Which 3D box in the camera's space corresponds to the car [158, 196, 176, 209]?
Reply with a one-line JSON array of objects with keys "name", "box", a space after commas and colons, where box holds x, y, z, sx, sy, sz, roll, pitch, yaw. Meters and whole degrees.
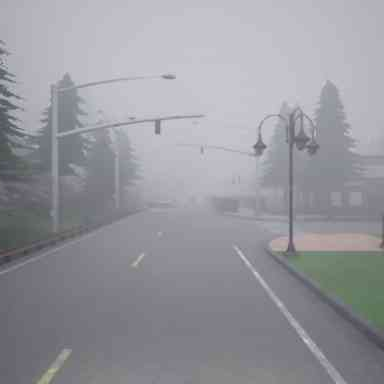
[{"name": "car", "box": [-3.586, 1.417, 45.509, 1.882, 1.535, 5.008, 0, 0, 0]}]

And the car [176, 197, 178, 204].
[{"name": "car", "box": [-3.537, 1.466, 61.373, 2.033, 1.411, 5.357, 0, 0, 1]}]

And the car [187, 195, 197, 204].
[{"name": "car", "box": [-0.007, 1.393, 63.357, 1.882, 1.535, 5.008, 0, 0, 0]}]
